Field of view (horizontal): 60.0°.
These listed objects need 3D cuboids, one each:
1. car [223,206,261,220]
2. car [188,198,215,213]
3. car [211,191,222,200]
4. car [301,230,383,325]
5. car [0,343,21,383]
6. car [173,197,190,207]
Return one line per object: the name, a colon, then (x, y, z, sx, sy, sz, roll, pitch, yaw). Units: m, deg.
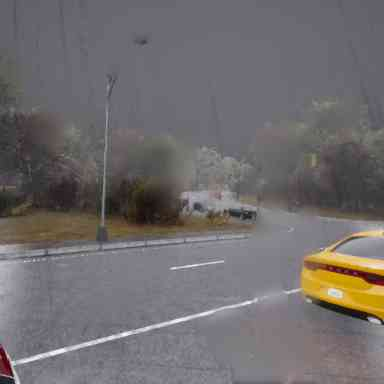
car: (5.122, 2.148, 34.311, 1.895, 1.301, 4.718, 3, -1, -22)
car: (1.562, 1.914, 43.765, 2.128, 1.511, 4.902, 2, 0, -18)
car: (5.747, 0.743, 78.981, 2.150, 2.045, 5.566, 2, 2, -1)
car: (4.374, 1.543, 6.873, 5.008, 1.535, 1.882, 1, -1, -35)
car: (-3.217, 1.353, 1.456, 4.553, 1.767, 2.097, 0, 0, -35)
car: (-1.789, 1.609, 55.754, 1.994, 1.385, 4.181, 2, 2, -13)
